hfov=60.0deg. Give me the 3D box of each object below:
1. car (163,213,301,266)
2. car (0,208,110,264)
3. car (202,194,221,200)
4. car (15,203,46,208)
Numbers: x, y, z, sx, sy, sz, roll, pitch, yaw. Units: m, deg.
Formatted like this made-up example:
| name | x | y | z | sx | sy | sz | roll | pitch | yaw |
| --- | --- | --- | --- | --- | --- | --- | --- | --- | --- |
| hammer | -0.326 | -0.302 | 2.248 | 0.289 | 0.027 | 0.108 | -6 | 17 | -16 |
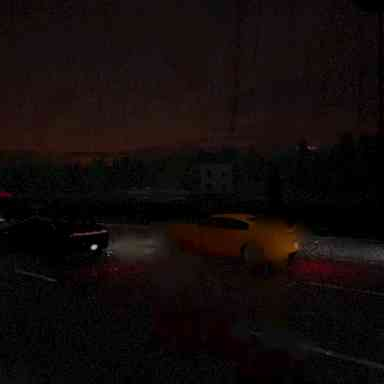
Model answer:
| name | x | y | z | sx | sy | sz | roll | pitch | yaw |
| --- | --- | --- | --- | --- | --- | --- | --- | --- | --- |
| car | 1.212 | 1.494 | 11.722 | 5.008 | 1.535 | 1.882 | 0 | 0 | 35 |
| car | -5.057 | 1.522 | 11.894 | 4.902 | 1.511 | 2.128 | 0 | 0 | 35 |
| car | 4.621 | 1.333 | 79.951 | 4.605 | 1.855 | 1.932 | 0 | 0 | 35 |
| car | -12.846 | 1.596 | 26.050 | 4.674 | 1.442 | 1.812 | 0 | 0 | 35 |
